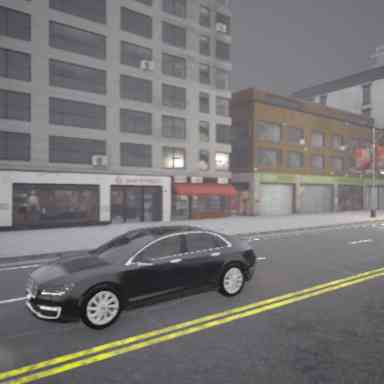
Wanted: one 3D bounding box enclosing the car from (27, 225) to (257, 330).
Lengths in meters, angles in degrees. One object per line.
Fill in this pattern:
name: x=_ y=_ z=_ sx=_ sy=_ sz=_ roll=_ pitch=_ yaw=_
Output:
car: x=-0.763 y=1.503 z=7.011 sx=4.892 sy=1.490 sz=1.837 roll=0 pitch=0 yaw=-35
